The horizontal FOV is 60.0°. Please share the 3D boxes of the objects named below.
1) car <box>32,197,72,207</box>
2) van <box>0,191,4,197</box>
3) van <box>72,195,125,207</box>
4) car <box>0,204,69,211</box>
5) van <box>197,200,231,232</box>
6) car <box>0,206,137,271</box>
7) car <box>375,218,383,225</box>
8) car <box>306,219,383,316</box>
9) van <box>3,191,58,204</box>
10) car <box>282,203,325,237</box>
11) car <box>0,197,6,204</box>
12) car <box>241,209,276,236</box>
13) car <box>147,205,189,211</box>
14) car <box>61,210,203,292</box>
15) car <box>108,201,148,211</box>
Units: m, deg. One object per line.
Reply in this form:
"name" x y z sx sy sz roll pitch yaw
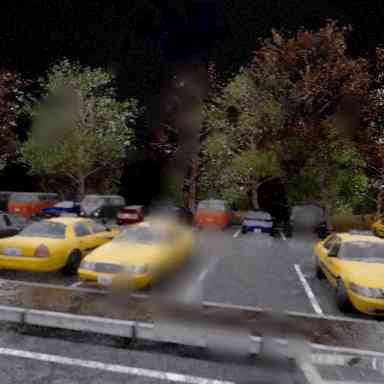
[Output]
"car" -9.153 1.361 24.812 2.097 1.535 5.008 2 -1 12
"van" -14.587 0.949 25.845 1.878 1.987 4.442 2 -1 12
"van" -6.445 1.229 24.124 1.878 1.987 4.442 2 0 12
"car" -6.502 1.338 10.867 2.231 1.521 4.892 2 0 12
"van" 1.582 1.540 22.649 1.878 1.987 4.442 2 0 12
"car" -3.757 1.442 10.480 1.946 1.575 5.366 2 0 12
"car" 12.458 2.226 20.025 1.946 1.575 5.366 2 0 12
"car" 4.304 1.777 8.388 1.946 1.575 5.366 2 0 12
"van" -11.830 1.045 25.498 1.878 1.987 4.442 2 -1 12
"car" 7.100 1.749 21.387 2.435 2.045 5.566 2 0 12
"car" -9.206 1.114 11.482 2.185 1.767 4.553 2 -1 12
"car" 4.369 1.912 21.904 2.163 1.488 4.792 2 0 12
"car" -1.156 1.684 23.137 2.163 1.488 4.792 2 0 12
"car" -1.241 1.541 9.566 1.946 1.575 5.366 2 0 12
"car" -3.736 1.584 23.685 2.163 1.488 4.792 2 -1 12
